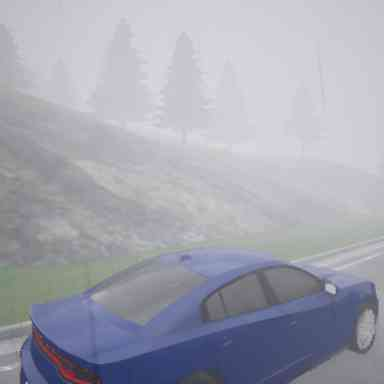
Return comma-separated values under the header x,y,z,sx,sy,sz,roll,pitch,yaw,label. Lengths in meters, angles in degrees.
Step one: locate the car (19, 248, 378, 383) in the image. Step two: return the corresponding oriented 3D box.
x,y,z,sx,sy,sz,roll,pitch,yaw,label
0.577,1.488,4.340,5.008,1.535,1.882,0,0,-38,car
